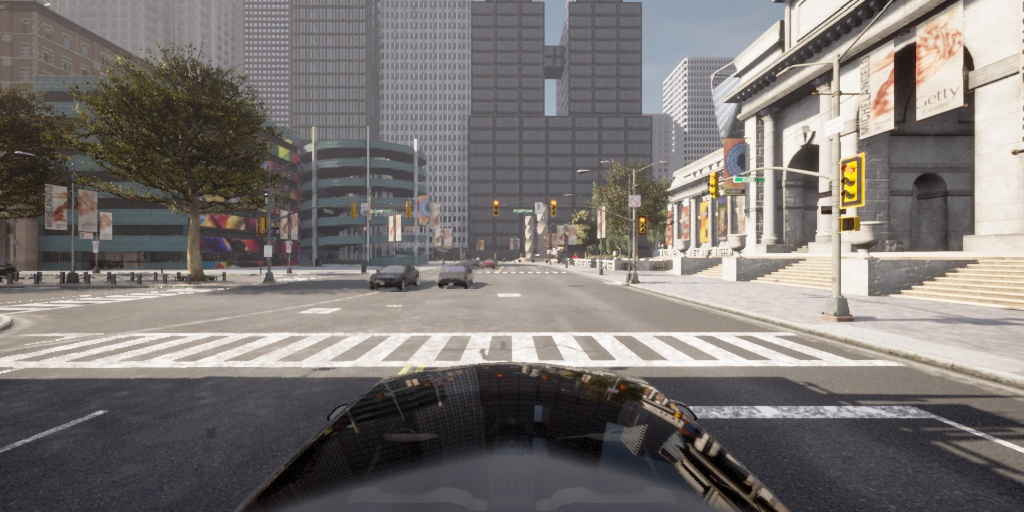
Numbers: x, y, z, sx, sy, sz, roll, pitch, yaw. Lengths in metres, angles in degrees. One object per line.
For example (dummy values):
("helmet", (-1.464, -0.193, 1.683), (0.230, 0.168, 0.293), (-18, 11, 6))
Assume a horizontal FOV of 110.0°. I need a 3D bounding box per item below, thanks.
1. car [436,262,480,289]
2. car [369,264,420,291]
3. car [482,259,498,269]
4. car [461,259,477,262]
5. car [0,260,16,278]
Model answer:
("car", (-3.589, 1.297, 23.724), (2.033, 1.411, 5.357), (0, 0, 0))
("car", (-7.090, 1.227, 22.084), (1.882, 1.535, 5.008), (0, 0, 0))
("car", (-3.578, 1.228, 55.923), (1.882, 1.535, 5.008), (0, 0, 0))
("car", (-7.077, 1.255, 55.902), (1.837, 1.490, 4.892), (0, 0, 0))
("car", (-47.262, 1.102, 31.734), (4.553, 1.767, 2.097), (0, 0, 0))
